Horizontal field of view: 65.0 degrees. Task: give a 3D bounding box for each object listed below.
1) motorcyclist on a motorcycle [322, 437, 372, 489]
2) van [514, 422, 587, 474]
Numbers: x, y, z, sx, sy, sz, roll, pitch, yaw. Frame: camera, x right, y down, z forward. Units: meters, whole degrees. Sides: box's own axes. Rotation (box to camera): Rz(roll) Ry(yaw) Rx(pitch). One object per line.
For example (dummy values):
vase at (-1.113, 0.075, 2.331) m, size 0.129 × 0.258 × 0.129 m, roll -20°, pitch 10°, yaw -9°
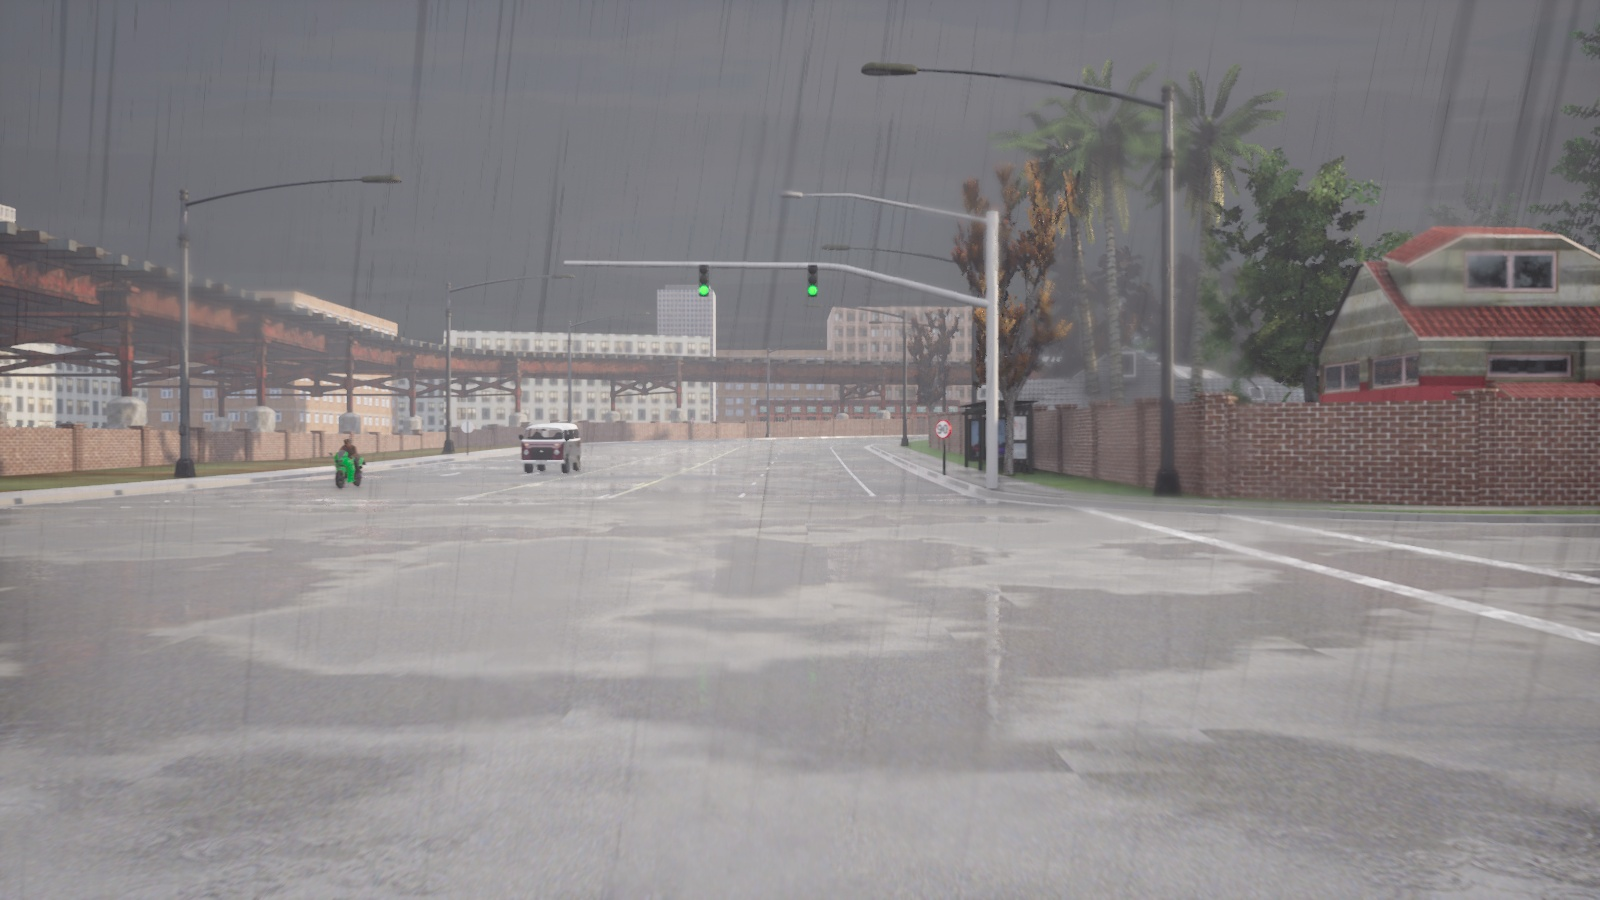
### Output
motorcyclist on a motorcycle at (-13.772, 0.383, 38.235) m, size 0.797 × 1.523 × 2.044 m, roll 0°, pitch 1°, yaw 0°
van at (-10.197, -0.115, 51.583) m, size 2.069 × 2.038 × 4.480 m, roll 0°, pitch 1°, yaw 0°
